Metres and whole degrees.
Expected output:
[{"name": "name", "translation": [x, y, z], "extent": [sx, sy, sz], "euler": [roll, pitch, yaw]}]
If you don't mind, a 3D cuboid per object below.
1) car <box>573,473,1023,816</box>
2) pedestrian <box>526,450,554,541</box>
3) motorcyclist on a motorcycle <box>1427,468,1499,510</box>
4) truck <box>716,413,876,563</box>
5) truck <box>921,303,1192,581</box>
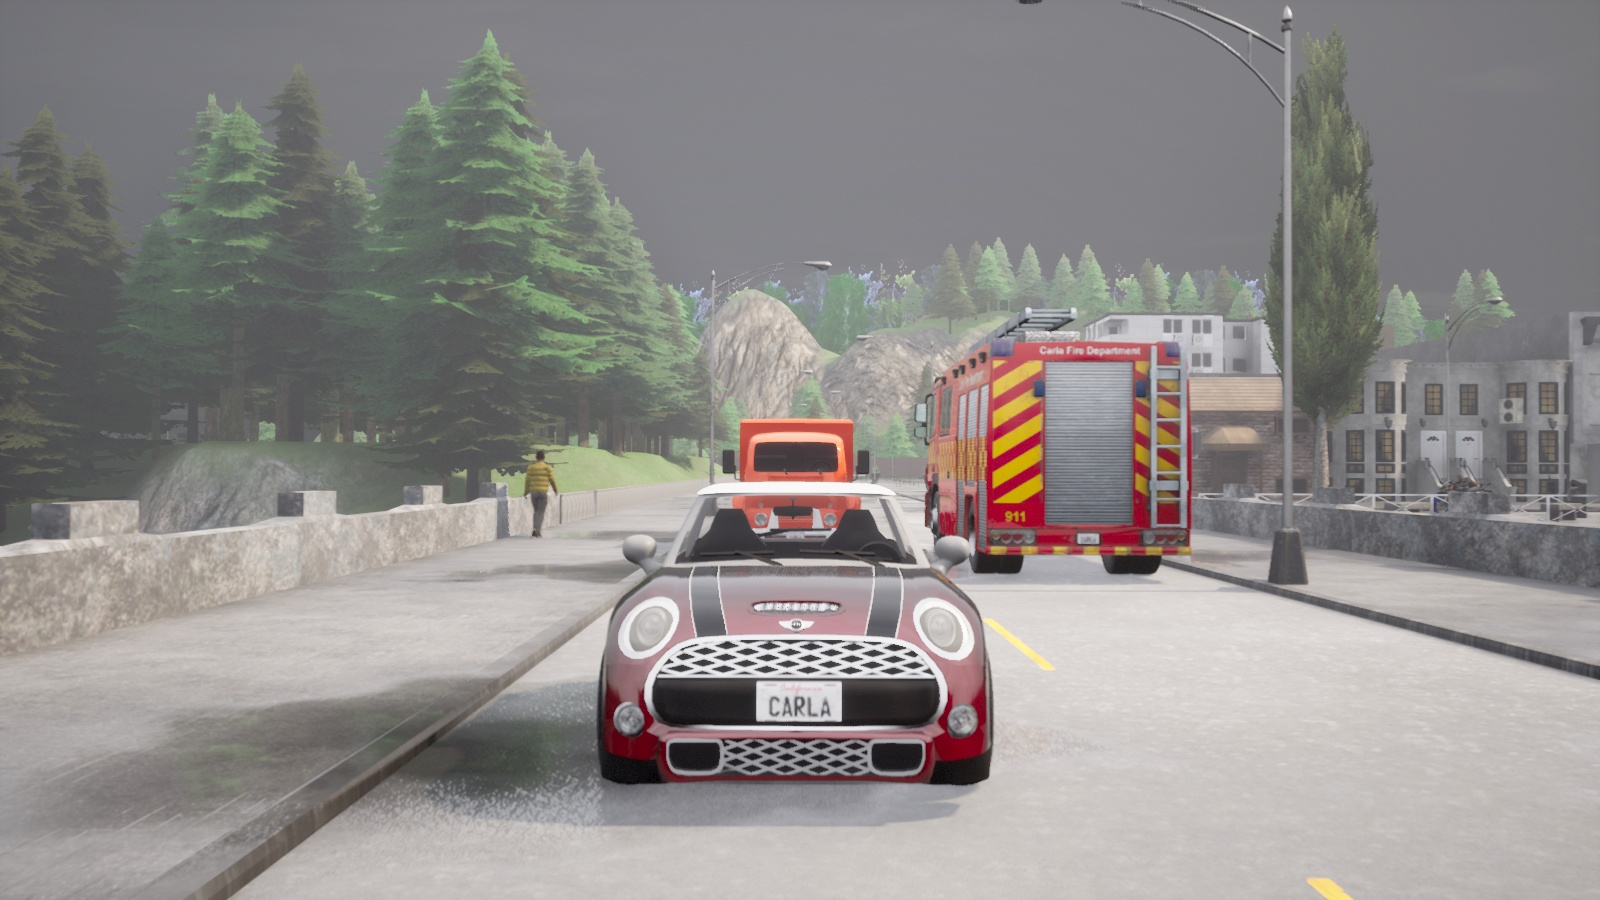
[{"name": "car", "translation": [-0.018, 0.887, 7.412], "extent": [1.970, 1.475, 3.806], "euler": [0, -1, 0]}, {"name": "pedestrian", "translation": [-5.373, 0.929, 25.928], "extent": [0.431, 1.840, 0.709], "euler": [0, -1, 0]}, {"name": "motorcyclist on a motorcycle", "translation": [24.410, 1.438, 46.276], "extent": [2.191, 1.530, 0.866], "euler": [0, -1, 0]}, {"name": "truck", "translation": [-0.064, 0.673, 23.370], "extent": [2.627, 2.467, 5.204], "euler": [0, -1, 0]}, {"name": "truck", "translation": [3.943, -0.048, 21.565], "extent": [2.891, 3.827, 8.468], "euler": [0, -1, 0]}]
